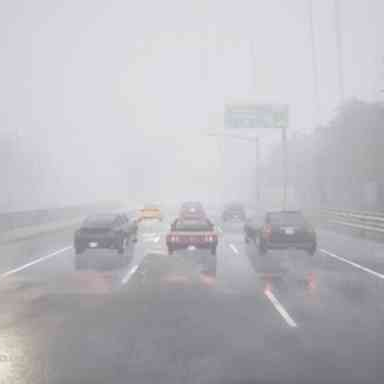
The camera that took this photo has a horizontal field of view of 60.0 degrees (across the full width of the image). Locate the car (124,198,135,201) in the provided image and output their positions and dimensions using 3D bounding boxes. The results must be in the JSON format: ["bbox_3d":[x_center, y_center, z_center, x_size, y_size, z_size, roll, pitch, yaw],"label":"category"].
[{"bbox_3d":[-13.577,2.001,72.358,2.128,1.511,4.902,0,0,1],"label":"car"}]

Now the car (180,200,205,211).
[{"bbox_3d":[0.045,1.566,29.000,2.097,1.767,4.553,0,-1,0],"label":"car"}]

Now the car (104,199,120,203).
[{"bbox_3d":[-17.077,2.071,72.379,1.895,1.301,4.718,0,0,1],"label":"car"}]

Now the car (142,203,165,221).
[{"bbox_3d":[-3.449,1.697,29.414,1.882,1.535,5.008,0,0,0],"label":"car"}]

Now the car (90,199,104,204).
[{"bbox_3d":[-20.576,2.072,72.430,1.895,1.301,4.718,0,0,1],"label":"car"}]

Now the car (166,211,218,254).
[{"bbox_3d":[0.002,1.718,14.060,1.895,1.301,4.718,0,0,0],"label":"car"}]

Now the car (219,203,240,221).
[{"bbox_3d":[3.548,1.725,29.223,1.837,1.490,4.892,0,0,0],"label":"car"}]

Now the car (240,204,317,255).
[{"bbox_3d":[3.502,1.467,14.023,2.097,1.767,4.553,0,-1,0],"label":"car"}]

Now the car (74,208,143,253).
[{"bbox_3d":[-3.495,1.626,14.255,1.837,1.490,4.892,0,0,0],"label":"car"}]
